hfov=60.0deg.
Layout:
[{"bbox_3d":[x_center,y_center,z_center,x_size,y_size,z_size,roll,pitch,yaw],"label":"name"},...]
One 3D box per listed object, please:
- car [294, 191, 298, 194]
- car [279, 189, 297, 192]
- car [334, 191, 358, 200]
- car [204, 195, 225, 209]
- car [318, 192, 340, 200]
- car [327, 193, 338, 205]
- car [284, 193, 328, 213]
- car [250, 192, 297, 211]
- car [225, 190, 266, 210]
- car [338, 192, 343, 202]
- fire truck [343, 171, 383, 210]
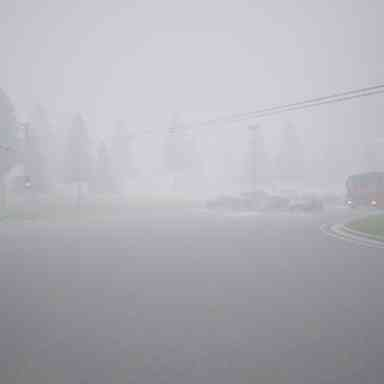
[{"bbox_3d":[16.884,0.896,48.609,1.837,1.490,4.892,0,1,42],"label":"car"},{"bbox_3d":[14.453,0.626,51.121,2.150,2.045,5.566,0,0,42],"label":"car"},{"bbox_3d":[27.741,0.671,59.822,4.892,1.490,1.837,-1,0,-39],"label":"car"},{"bbox_3d":[3.492,1.114,38.977,1.882,1.535,5.008,0,1,42],"label":"car"},{"bbox_3d":[25.928,0.764,62.876,4.718,1.301,1.895,-1,1,-39],"label":"car"},{"bbox_3d":[18.216,1.008,44.860,1.895,1.301,4.718,0,1,42],"label":"car"},{"bbox_3d":[10.884,1.132,31.499,1.812,1.442,4.674,0,1,42],"label":"car"},{"bbox_3d":[8.404,1.104,33.974,2.128,1.511,4.902,0,1,42],"label":"car"},{"bbox_3d":[6.470,0.832,37.050,2.150,2.045,5.566,0,1,42],"label":"car"},{"bbox_3d":[21.099,0.879,42.808,2.128,1.511,4.902,0,1,42],"label":"car"},{"bbox_3d":[19.227,-0.182,35.406,2.891,3.827,8.468,0,1,42],"label":"fire truck"}]
